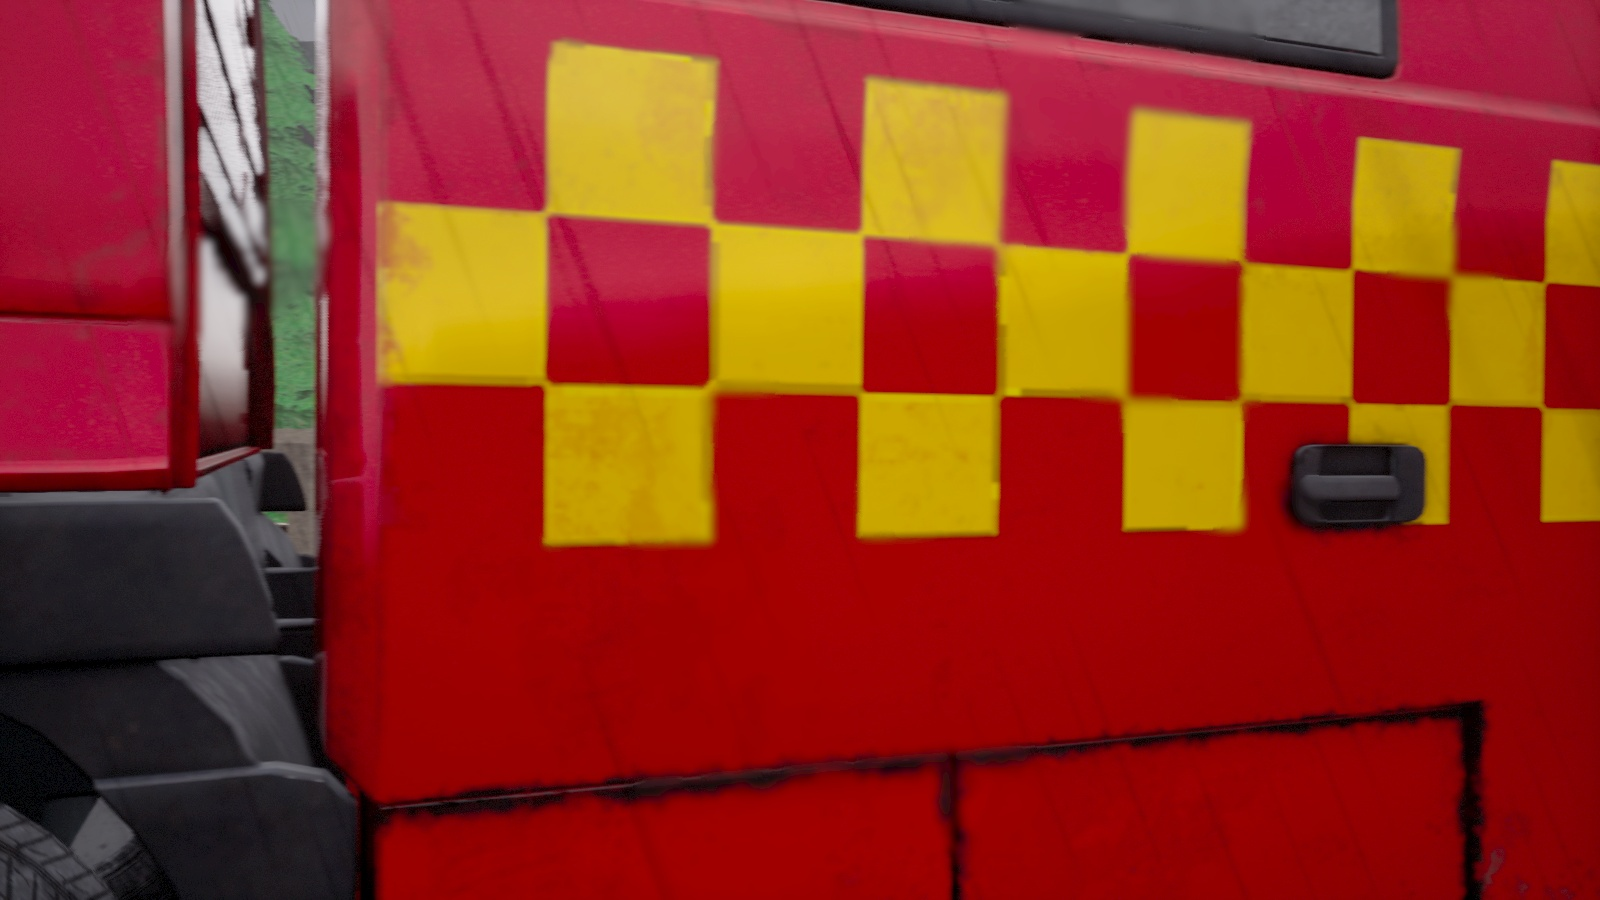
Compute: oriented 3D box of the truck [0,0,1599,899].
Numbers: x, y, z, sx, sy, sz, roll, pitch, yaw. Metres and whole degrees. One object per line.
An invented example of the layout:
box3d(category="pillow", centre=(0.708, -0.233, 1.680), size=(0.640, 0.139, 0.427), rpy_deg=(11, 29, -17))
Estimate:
box3d(category="truck", centre=(0.148, -0.409, 3.281), size=(8.468, 3.827, 2.891), rpy_deg=(-1, 1, -21))
